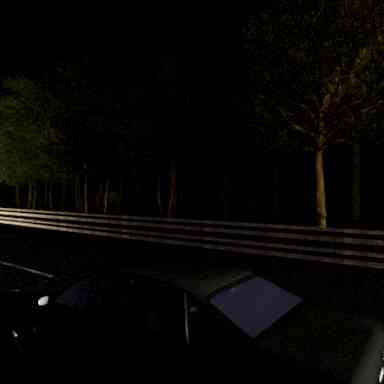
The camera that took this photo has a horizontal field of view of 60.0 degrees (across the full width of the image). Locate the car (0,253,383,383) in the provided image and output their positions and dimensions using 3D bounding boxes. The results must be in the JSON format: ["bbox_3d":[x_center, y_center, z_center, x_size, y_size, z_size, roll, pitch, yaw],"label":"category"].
[{"bbox_3d":[-0.460,1.551,4.238,5.357,1.411,2.033,0,0,37],"label":"car"}]
